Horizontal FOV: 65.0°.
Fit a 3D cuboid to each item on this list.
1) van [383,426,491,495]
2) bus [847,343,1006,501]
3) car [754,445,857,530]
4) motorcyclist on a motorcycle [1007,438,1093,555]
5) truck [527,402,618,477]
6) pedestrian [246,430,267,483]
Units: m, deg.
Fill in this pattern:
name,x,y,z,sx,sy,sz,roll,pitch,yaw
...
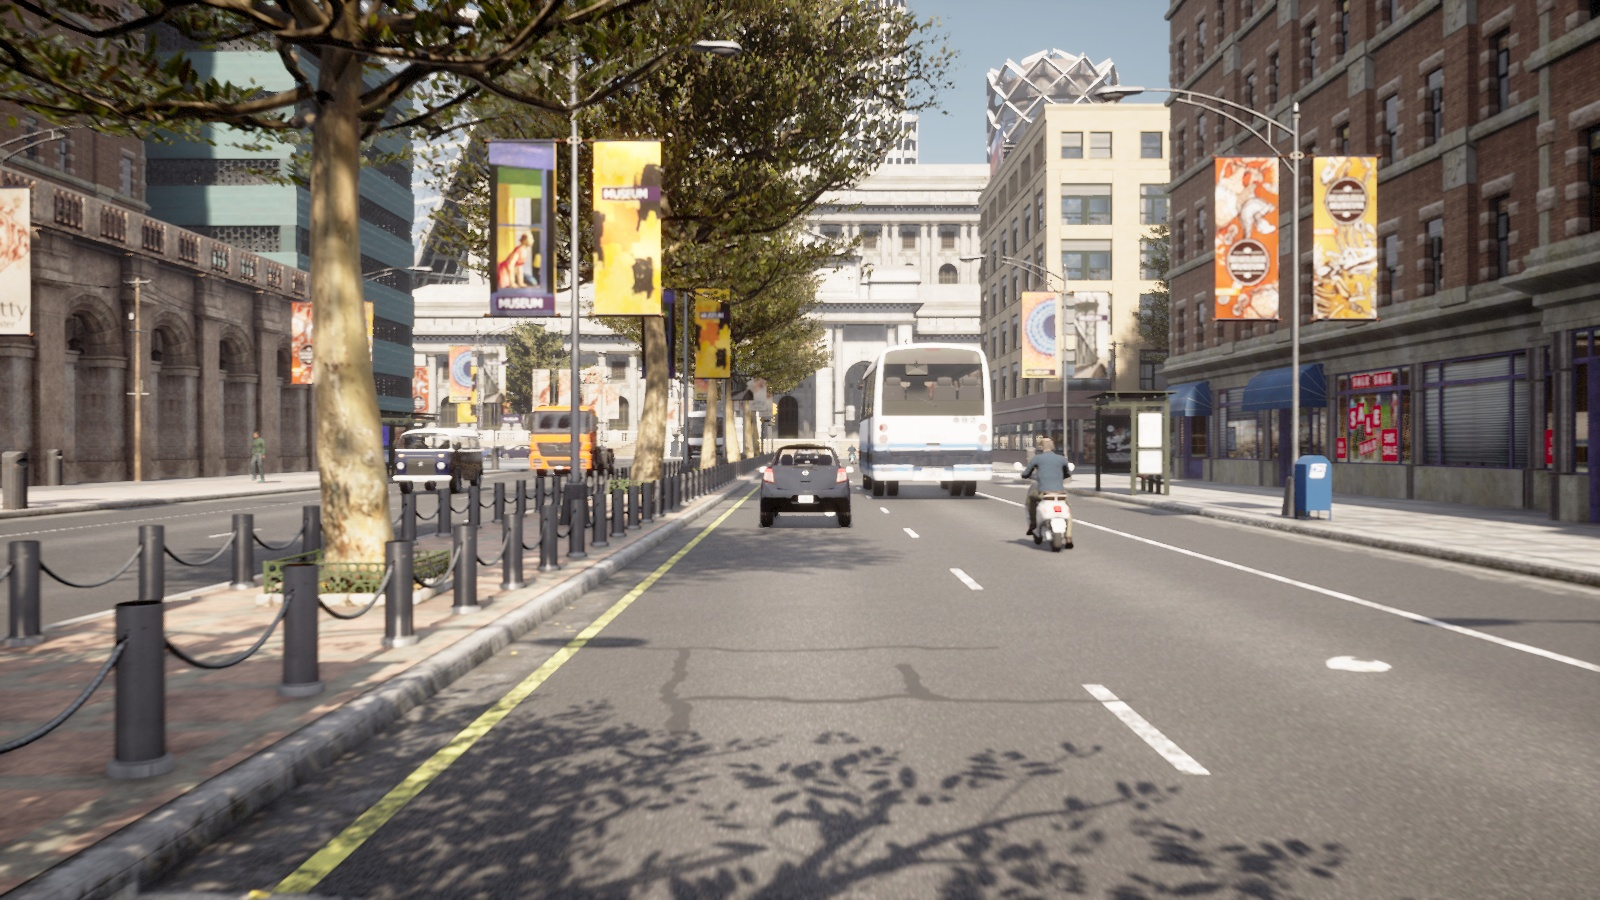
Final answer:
name,x,y,z,sx,sy,sz,roll,pitch,yaw
van,-11.278,0.309,39.352,2.069,2.038,4.480,0,0,0
bus,3.613,-0.783,39.032,3.944,4.253,10.273,0,0,0
car,0.125,0.666,24.138,1.845,1.501,3.633,0,0,1
motorcyclist on a motorcycle,3.549,0.632,17.972,0.866,1.590,1.817,0,0,0
truck,-11.108,-0.491,62.117,2.891,3.462,7.936,0,0,1
pedestrian,-19.131,0.214,44.222,0.353,1.847,0.614,0,0,24
